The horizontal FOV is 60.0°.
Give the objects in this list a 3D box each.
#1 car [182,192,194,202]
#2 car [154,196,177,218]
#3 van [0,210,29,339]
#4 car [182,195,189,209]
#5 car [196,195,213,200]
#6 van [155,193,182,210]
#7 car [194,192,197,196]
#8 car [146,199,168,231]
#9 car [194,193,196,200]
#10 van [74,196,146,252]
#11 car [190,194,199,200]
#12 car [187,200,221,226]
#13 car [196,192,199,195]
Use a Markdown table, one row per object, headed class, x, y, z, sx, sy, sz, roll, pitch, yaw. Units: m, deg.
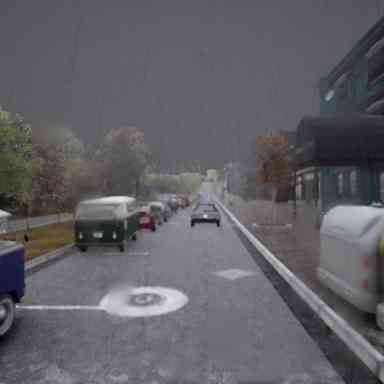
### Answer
| class | x | y | z | sx | sy | sz | roll | pitch | yaw |
| --- | --- | --- | --- | --- | --- | --- | --- | --- | --- |
| car | -1.495 | 1.131 | 49.205 | 2.435 | 2.045 | 5.566 | 0 | 0 | 4 |
| car | -2.679 | 1.410 | 25.834 | 2.231 | 1.521 | 4.892 | 0 | 1 | 1 |
| van | -3.637 | 1.240 | 3.880 | 1.878 | 1.987 | 4.442 | 0 | 1 | 1 |
| car | -1.836 | 1.426 | 42.469 | 2.002 | 1.452 | 4.674 | 0 | 0 | 3 |
| car | 1.882 | 1.427 | 41.704 | 2.033 | 1.411 | 5.357 | 0 | 0 | 3 |
| van | -2.386 | 1.191 | 31.511 | 1.878 | 1.987 | 4.442 | 0 | 0 | 5 |
| car | -0.714 | 1.334 | 64.618 | 2.097 | 1.535 | 5.008 | 0 | 0 | 5 |
| car | -2.959 | 1.455 | 20.331 | 2.163 | 1.488 | 4.792 | 0 | 1 | 1 |
| car | -0.994 | 1.331 | 59.077 | 2.097 | 1.535 | 5.008 | 0 | 0 | 5 |
| van | -3.286 | 1.216 | 13.826 | 1.878 | 1.987 | 4.442 | 0 | 1 | 0 |
| car | 0.690 | 1.288 | 92.314 | 2.097 | 1.535 | 5.008 | 0 | 0 | 5 |
| car | 0.950 | 1.500 | 23.055 | 1.994 | 1.385 | 4.181 | 0 | 0 | 3 |
| car | -0.187 | 1.317 | 74.857 | 1.946 | 1.575 | 5.366 | 0 | 0 | 5 |
